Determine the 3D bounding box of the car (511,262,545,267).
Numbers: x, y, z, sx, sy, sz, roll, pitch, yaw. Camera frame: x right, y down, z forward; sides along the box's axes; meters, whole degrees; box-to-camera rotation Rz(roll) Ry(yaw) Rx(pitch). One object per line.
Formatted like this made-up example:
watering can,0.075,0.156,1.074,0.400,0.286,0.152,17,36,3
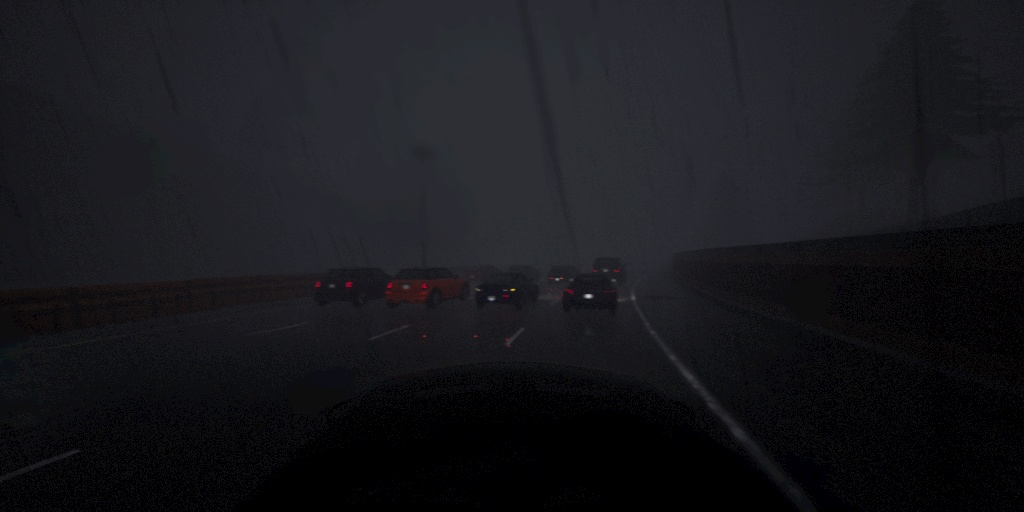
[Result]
car,0.936,1.487,29.727,1.837,1.490,4.892,-1,0,22

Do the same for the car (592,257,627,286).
car,7.343,1.111,26.929,2.150,2.045,5.566,-1,0,21

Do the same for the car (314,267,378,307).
car,-6.963,1.296,17.058,2.097,1.767,4.553,-1,-1,16

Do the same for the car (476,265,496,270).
car,-2.258,1.500,31.154,1.882,1.535,5.008,-1,0,22

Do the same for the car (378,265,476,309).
car,-3.587,1.257,16.133,2.097,1.767,4.553,-1,-1,16

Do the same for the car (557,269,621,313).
car,3.225,1.392,14.479,1.994,1.385,4.181,-1,0,16

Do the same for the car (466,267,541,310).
car,-0.123,1.394,15.494,1.812,1.442,4.674,-1,0,16

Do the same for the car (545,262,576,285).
car,4.201,1.445,28.466,1.837,1.490,4.892,-1,0,22
